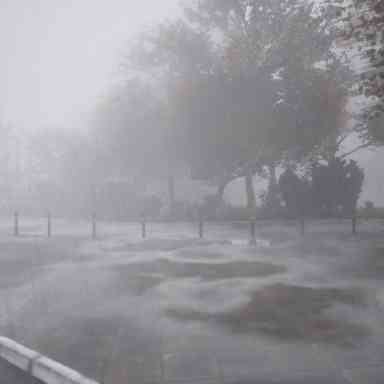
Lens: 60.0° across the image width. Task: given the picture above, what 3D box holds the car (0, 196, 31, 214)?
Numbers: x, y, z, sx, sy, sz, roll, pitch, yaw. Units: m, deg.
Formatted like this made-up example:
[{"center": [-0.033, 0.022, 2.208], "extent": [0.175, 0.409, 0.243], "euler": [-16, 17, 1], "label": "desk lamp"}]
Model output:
[{"center": [-20.309, 1.611, 37.080], "extent": [2.185, 1.767, 4.553], "euler": [0, 0, 34], "label": "car"}]
